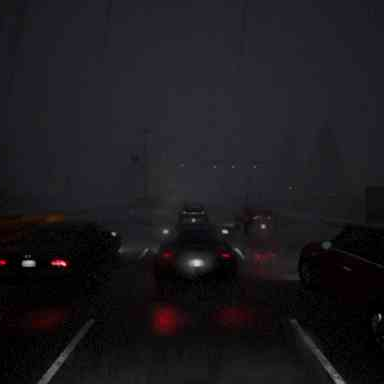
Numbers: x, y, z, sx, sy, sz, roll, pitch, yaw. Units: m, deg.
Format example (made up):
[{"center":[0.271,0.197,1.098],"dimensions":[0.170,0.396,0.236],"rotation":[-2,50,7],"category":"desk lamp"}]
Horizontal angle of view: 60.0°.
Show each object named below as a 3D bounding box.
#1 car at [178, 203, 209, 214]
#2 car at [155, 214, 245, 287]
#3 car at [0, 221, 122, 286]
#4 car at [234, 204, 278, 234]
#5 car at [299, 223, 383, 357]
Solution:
[{"center":[0.094,1.462,22.178],"dimensions":[2.128,1.511,4.902],"rotation":[0,0,0],"category":"car"},{"center":[0.099,1.550,9.359],"dimensions":[1.994,1.385,4.181],"rotation":[0,0,0],"category":"car"},{"center":[-3.401,1.535,9.438],"dimensions":[2.033,1.411,5.357],"rotation":[0,0,0],"category":"car"},{"center":[3.595,1.479,19.188],"dimensions":[1.837,1.490,4.892],"rotation":[0,0,0],"category":"car"},{"center":[3.598,1.346,6.125],"dimensions":[2.097,1.767,4.553],"rotation":[0,0,0],"category":"car"}]
